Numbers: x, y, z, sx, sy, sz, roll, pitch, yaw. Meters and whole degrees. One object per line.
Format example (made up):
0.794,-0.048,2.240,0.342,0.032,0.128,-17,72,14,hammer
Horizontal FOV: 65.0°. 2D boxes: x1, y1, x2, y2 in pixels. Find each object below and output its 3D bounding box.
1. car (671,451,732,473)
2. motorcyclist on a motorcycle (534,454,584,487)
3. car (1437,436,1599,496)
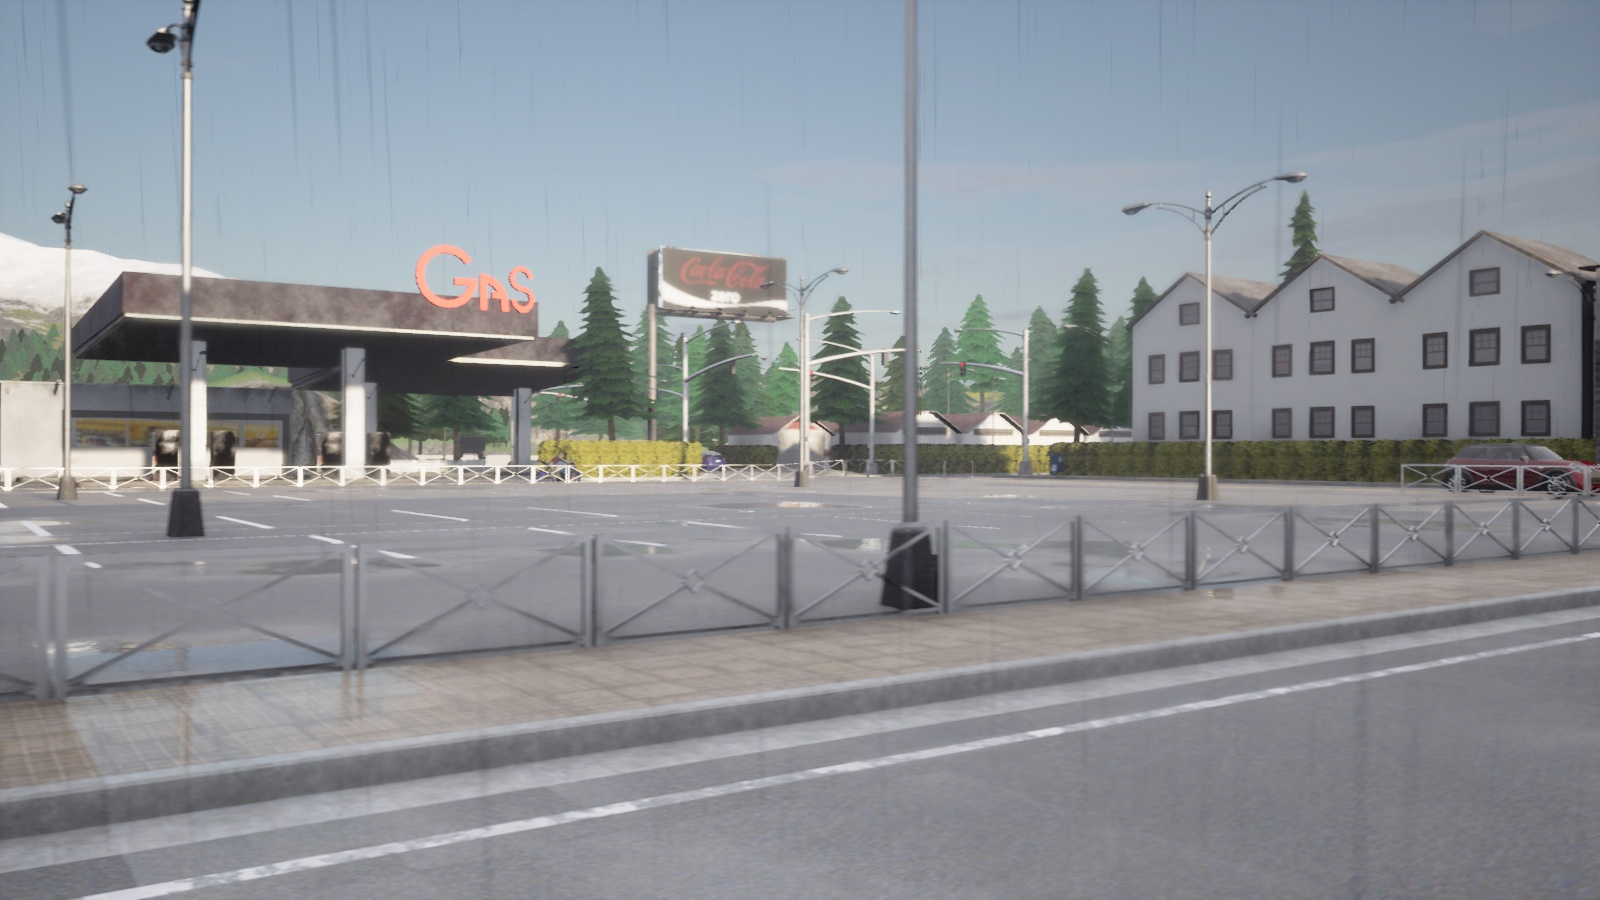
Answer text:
-6.976,0.815,88.601,2.163,1.488,4.792,-1,1,-34,car
-11.470,0.966,59.860,2.191,1.530,0.866,0,0,-35,motorcyclist on a motorcycle
22.806,0.475,39.455,2.097,1.767,4.553,0,0,-35,car
